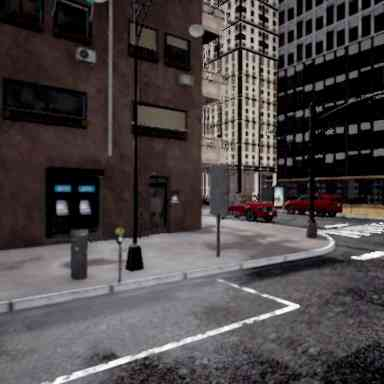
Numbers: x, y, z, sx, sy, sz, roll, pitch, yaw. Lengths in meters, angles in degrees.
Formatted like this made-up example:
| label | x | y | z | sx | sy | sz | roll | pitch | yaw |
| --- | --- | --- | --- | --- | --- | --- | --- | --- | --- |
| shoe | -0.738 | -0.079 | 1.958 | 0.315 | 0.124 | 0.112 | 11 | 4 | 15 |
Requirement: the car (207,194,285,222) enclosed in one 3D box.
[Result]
| label | x | y | z | sx | sy | sz | roll | pitch | yaw |
| --- | --- | --- | --- | --- | --- | --- | --- | --- | --- |
| car | 3.685 | 1.054 | 23.761 | 2.192 | 1.841 | 5.009 | 2 | 0 | -36 |

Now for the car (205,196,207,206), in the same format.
| label | x | y | z | sx | sy | sz | roll | pitch | yaw |
| --- | --- | --- | --- | --- | --- | --- | --- | --- | --- |
| car | 3.904 | 1.139 | 37.711 | 1.947 | 1.339 | 4.313 | 2 | 0 | -36 |

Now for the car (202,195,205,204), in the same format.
| label | x | y | z | sx | sy | sz | roll | pitch | yaw |
| --- | --- | --- | --- | --- | --- | --- | --- | --- | --- |
| car | 0.644 | 1.035 | 42.200 | 1.947 | 1.339 | 4.313 | 2 | 0 | -36 |

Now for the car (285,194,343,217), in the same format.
| label | x | y | z | sx | sy | sz | roll | pitch | yaw |
| --- | --- | --- | --- | --- | --- | --- | --- | --- | --- |
| car | 10.429 | 1.096 | 28.734 | 2.192 | 1.841 | 5.009 | 2 | 0 | -36 |
